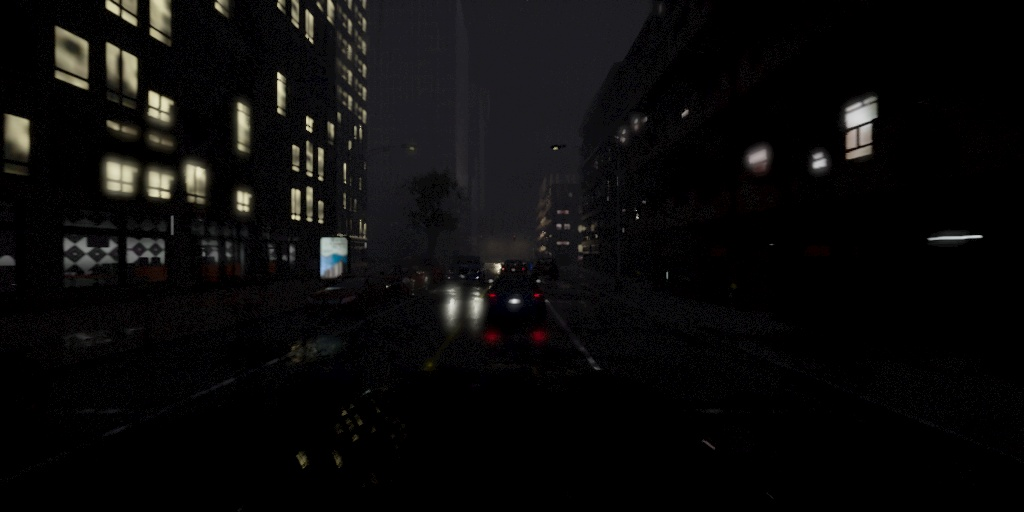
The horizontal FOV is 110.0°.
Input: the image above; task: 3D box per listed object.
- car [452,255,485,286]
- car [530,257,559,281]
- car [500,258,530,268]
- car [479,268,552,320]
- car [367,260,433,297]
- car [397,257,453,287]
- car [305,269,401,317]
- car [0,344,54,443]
[{"bbox_3d":[-3.089,0.942,25.305,2.150,2.045,5.566,0,0,0],"label":"car"},{"bbox_3d":[2.705,1.030,29.642,2.192,1.841,5.009,0,0,0],"label":"car"},{"bbox_3d":[0.107,1.068,29.437,2.097,1.767,4.553,0,0,0],"label":"car"},{"bbox_3d":[0.095,1.300,12.605,1.994,1.385,4.181,0,0,0],"label":"car"},{"bbox_3d":[-5.682,1.168,18.543,1.967,1.591,4.097,0,0,0],"label":"car"},{"bbox_3d":[-5.678,1.036,24.094,2.192,1.841,5.009,0,0,0],"label":"car"},{"bbox_3d":[-5.684,1.317,12.992,1.802,1.307,4.207,0,0,0],"label":"car"},{"bbox_3d":[-5.689,1.300,1.890,2.007,1.370,4.403,0,0,0],"label":"car"}]
